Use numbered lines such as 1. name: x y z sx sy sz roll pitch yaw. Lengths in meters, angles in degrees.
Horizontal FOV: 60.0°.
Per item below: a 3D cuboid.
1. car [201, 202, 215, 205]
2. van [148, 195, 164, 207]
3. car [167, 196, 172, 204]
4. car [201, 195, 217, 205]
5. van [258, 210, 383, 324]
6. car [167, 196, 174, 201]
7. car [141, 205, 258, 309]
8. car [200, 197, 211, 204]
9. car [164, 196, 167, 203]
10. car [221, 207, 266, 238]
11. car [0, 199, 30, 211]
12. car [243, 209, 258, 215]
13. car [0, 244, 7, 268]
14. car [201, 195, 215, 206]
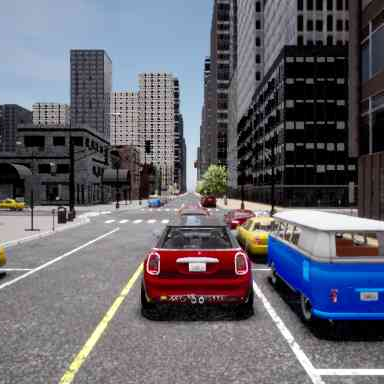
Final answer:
1. car: 0.089 1.482 17.233 1.882 1.535 5.008 0 0 0
2. van: -5.724 1.395 50.594 1.690 1.788 3.998 0 0 0
3. car: -5.734 1.529 67.166 1.967 1.590 4.097 0 0 0
4. car: 2.655 1.369 50.601 2.192 1.841 5.009 0 0 0
5. van: 2.683 1.341 6.886 1.690 1.788 3.998 0 0 0
6. car: -5.747 1.673 89.091 1.752 1.417 4.829 0 0 0
7. car: 0.094 1.352 8.027 2.097 1.767 4.553 0 0 0
8. car: 2.647 1.655 67.173 1.947 1.339 4.313 0 0 0
9. car: -5.727 1.505 56.117 1.967 1.590 4.097 0 0 0
10. car: 2.676 1.587 18.213 1.802 1.307 4.206 0 0 0
11. car: -21.432 1.469 38.415 4.829 1.417 1.752 0 0 0
12. car: 2.679 1.527 12.720 1.752 1.417 4.829 0 0 0
13. car: -5.697 1.525 6.711 1.752 1.417 4.829 0 0 0
14. car: 2.652 1.380 56.125 2.192 1.841 5.009 0 0 0
